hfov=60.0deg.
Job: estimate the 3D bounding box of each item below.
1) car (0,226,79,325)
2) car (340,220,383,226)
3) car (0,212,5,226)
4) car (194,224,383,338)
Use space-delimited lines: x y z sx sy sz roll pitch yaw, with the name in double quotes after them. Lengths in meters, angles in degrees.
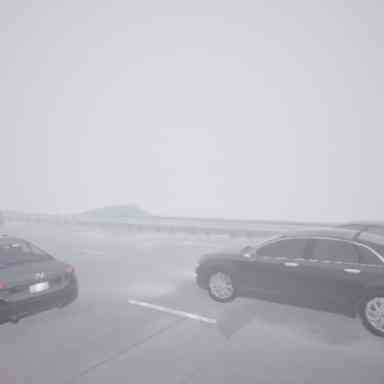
-4.253 1.598 6.750 4.181 1.385 1.994 -1 0 34 "car"
4.722 1.503 9.167 5.357 1.411 2.033 -1 0 35 "car"
-13.666 1.607 20.544 4.902 1.511 2.128 0 0 29 "car"
2.291 1.482 6.552 4.892 1.490 1.837 0 0 35 "car"
